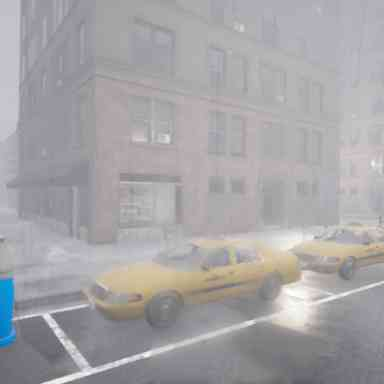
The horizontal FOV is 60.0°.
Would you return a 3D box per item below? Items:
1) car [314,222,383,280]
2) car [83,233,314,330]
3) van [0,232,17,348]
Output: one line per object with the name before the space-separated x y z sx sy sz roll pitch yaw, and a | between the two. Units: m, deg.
car | 4.898 1.636 10.264 4.829 1.417 1.752 1 0 -36
car | 0.285 1.574 6.969 4.829 1.417 1.752 1 0 -36
van | -4.189 1.327 3.776 3.998 1.788 1.690 1 -1 -36
